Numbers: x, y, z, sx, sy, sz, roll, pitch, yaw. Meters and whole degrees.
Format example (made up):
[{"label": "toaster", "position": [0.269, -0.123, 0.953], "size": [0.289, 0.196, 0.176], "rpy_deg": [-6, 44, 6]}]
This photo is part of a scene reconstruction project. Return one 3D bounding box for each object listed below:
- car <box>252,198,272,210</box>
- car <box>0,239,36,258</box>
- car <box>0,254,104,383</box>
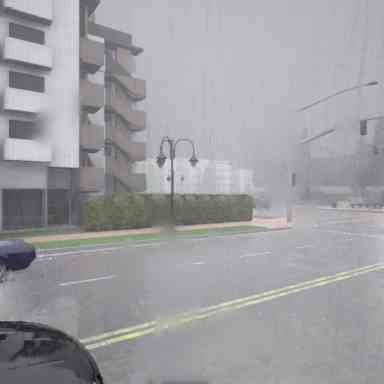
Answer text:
[{"label": "car", "position": [7.987, 1.505, 42.389], "size": [1.837, 1.490, 4.892], "rpy_deg": [0, 0, -35]}, {"label": "car", "position": [-6.447, 1.601, 7.973], "size": [4.718, 1.301, 1.895], "rpy_deg": [0, 0, -35]}, {"label": "car", "position": [-2.902, 1.490, 1.686], "size": [4.902, 1.511, 2.128], "rpy_deg": [0, 0, -35]}]
